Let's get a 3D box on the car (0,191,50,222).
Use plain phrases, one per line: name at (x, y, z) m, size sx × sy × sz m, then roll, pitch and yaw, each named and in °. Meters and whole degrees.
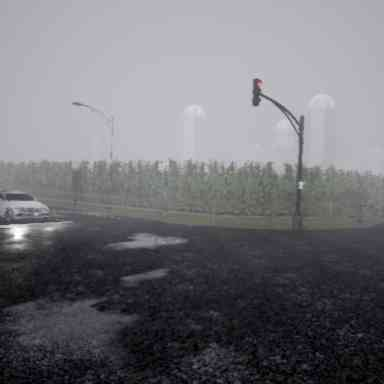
car at (-9.326, 0.679, 17.390) m, size 4.674 × 1.442 × 1.812 m, roll 4°, pitch 1°, yaw 37°
